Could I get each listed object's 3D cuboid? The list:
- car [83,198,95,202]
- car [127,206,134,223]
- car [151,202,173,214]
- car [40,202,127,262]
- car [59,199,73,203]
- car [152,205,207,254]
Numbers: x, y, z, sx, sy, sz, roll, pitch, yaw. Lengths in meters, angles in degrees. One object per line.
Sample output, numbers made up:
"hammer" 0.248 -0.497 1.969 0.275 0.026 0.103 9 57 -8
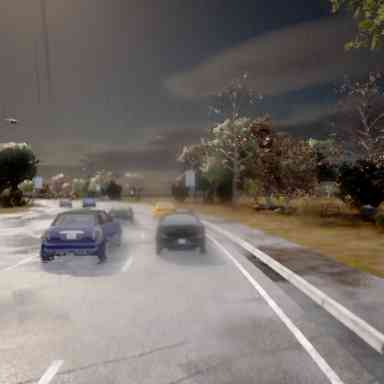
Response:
"car" -16.364 1.764 53.111 1.882 1.535 5.008 0 0 -20
"car" -5.663 1.755 27.120 1.895 1.301 4.718 0 0 -9
"car" -2.517 1.647 29.374 1.882 1.535 5.008 0 0 -10
"car" -3.938 1.423 12.595 2.097 1.767 4.553 0 0 -4
"car" -20.122 1.804 53.186 1.812 1.442 4.674 0 0 -20
"car" -0.537 1.559 13.996 1.882 1.535 5.008 0 0 -4
